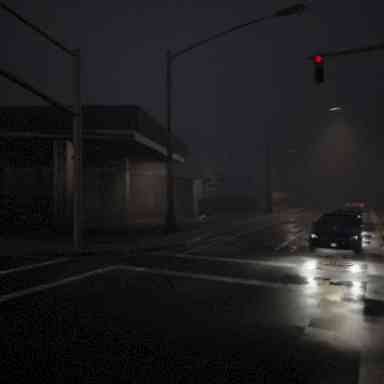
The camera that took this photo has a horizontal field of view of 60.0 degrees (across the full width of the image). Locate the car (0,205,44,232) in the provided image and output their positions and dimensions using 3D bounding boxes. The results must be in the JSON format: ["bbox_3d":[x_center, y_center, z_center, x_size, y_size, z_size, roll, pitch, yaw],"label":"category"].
[{"bbox_3d":[-12.480,1.663,22.007,4.611,1.667,2.242,-1,-1,29],"label":"car"}]

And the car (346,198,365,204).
[{"bbox_3d":[20.196,1.552,41.071,2.097,1.767,4.553,-1,-1,28],"label":"car"}]

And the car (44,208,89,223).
[{"bbox_3d":[-10.417,1.856,27.422,3.806,1.475,1.970,-1,-1,29],"label":"car"}]

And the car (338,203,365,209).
[{"bbox_3d":[11.435,1.727,24.276,1.895,1.301,4.718,-1,-1,27],"label":"car"}]

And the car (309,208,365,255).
[{"bbox_3d":[6.074,1.606,13.883,1.812,1.442,4.674,-1,-1,27],"label":"car"}]
